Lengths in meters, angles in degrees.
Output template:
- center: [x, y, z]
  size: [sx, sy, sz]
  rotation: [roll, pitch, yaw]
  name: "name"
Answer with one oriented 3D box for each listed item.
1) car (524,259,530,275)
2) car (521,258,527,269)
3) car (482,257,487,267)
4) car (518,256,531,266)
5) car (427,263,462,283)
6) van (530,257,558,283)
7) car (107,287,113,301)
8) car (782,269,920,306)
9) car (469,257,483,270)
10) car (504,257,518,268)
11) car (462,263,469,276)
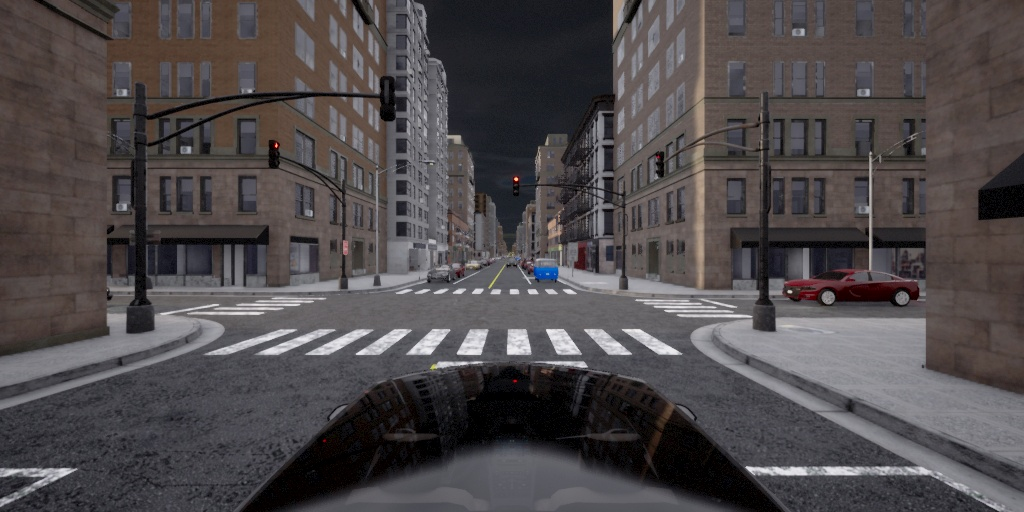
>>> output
- center: [2.568, 1.325, 39.331]
  size: [1.802, 1.307, 4.207]
  rotation: [0, 0, 0]
  name: "car"
- center: [2.547, 1.319, 50.695]
  size: [1.802, 1.307, 4.207]
  rotation: [0, 0, 0]
  name: "car"
- center: [-5.488, 1.298, 56.356]
  size: [1.948, 1.339, 4.313]
  rotation: [0, 0, 0]
  name: "car"
- center: [2.537, 1.047, 56.376]
  size: [2.192, 1.841, 5.009]
  rotation: [0, 0, 0]
  name: "car"
- center: [-5.436, 1.295, 27.946]
  size: [2.007, 1.370, 4.403]
  rotation: [0, 0, 0]
  name: "car"
- center: [2.589, 1.086, 27.969]
  size: [1.690, 1.789, 3.998]
  rotation: [0, 0, 0]
  name: "van"
- center: [-17.751, 1.196, 12.776]
  size: [5.357, 1.411, 2.033]
  rotation: [0, 0, 0]
  name: "car"
- center: [14.790, 1.324, 15.833]
  size: [5.008, 1.535, 1.882]
  rotation: [0, 0, 1]
  name: "car"
- center: [-5.478, 1.263, 50.504]
  size: [1.751, 1.417, 4.829]
  rotation: [0, 0, 0]
  name: "car"
- center: [-0.012, 1.329, 61.580]
  size: [1.895, 1.301, 4.718]
  rotation: [0, 0, 0]
  name: "car"
- center: [-5.446, 1.289, 33.627]
  size: [1.888, 1.381, 4.507]
  rotation: [0, 0, 0]
  name: "car"
